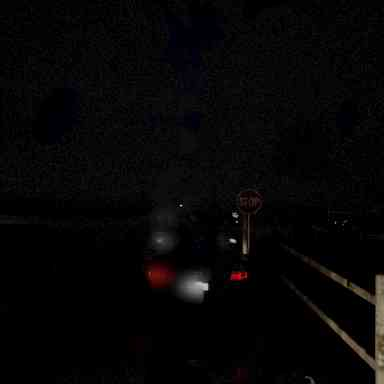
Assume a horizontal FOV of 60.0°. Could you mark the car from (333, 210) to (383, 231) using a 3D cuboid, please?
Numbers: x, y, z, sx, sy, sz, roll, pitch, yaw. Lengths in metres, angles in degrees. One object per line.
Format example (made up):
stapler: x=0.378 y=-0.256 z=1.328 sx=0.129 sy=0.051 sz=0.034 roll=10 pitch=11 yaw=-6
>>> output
car: x=12.641 y=2.058 z=23.786 sx=4.892 sy=1.490 sz=1.837 roll=2 pitch=0 yaw=-2

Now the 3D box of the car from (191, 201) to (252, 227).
car: x=2.067 y=1.486 z=23.739 sx=4.553 sy=1.767 sz=2.097 roll=2 pitch=0 yaw=45

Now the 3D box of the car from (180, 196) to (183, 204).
car: x=-2.737 y=1.598 z=47.789 sx=1.994 sy=1.385 sz=4.181 roll=0 pitch=0 yaw=0

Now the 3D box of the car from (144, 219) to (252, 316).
car: x=0.111 y=1.567 z=7.613 sx=1.994 sy=1.385 sz=4.181 roll=0 pitch=0 yaw=0

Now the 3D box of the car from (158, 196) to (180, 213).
car: x=-2.766 y=1.518 z=37.463 sx=2.128 sy=1.511 sz=4.902 roll=0 pitch=0 yaw=0

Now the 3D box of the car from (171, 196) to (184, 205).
car: x=-2.682 y=1.553 z=62.475 sx=2.128 sy=1.511 sz=4.902 roll=0 pitch=0 yaw=0
